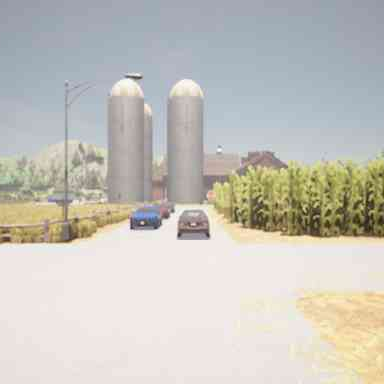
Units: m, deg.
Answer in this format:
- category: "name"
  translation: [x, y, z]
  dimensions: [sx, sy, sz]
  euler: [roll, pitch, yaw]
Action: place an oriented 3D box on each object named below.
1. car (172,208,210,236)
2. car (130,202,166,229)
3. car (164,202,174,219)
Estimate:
- category: "car"
  translation: [0.090, 1.770, 19.766]
  dimensions: [2.033, 1.411, 5.357]
  euler: [0, -1, 0]
- category: "car"
  translation: [-3.204, 1.760, 23.893]
  dimensions: [1.882, 1.535, 5.008]
  euler: [0, -1, 0]
- category: "car"
  translation: [-3.205, 1.873, 33.475]
  dimensions: [1.882, 1.535, 5.008]
  euler: [0, -1, 0]
